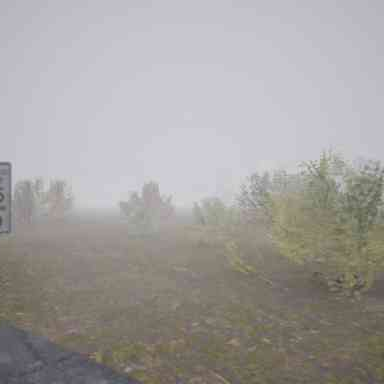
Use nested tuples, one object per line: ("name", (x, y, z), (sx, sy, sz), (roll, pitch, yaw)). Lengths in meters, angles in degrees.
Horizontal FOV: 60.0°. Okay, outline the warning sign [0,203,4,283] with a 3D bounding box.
("warning sign", (-5.267, 1.192, 7.640), (1.060, 1.860, 1.300), (0, -1, 35))
